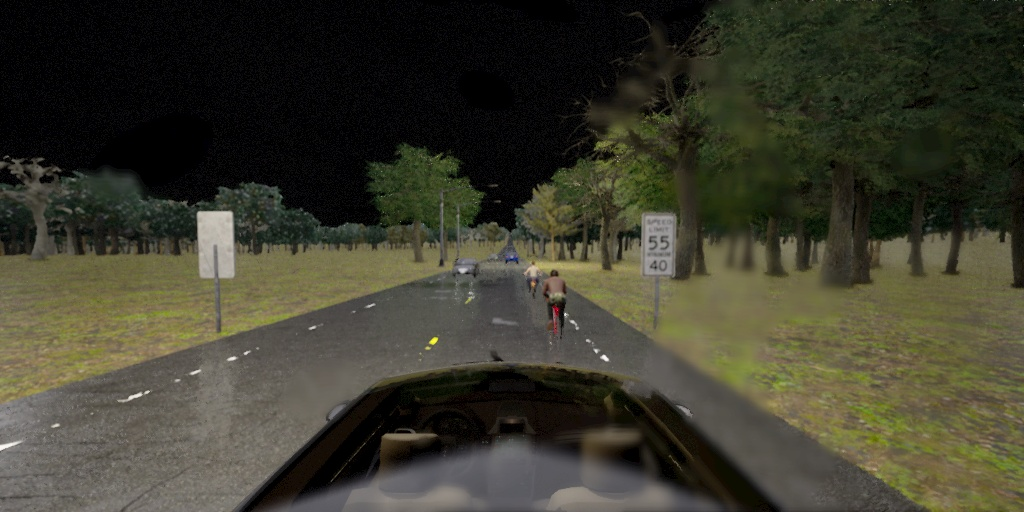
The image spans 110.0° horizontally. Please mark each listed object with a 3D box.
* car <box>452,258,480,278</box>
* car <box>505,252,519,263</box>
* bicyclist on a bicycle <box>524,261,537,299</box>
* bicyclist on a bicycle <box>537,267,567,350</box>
[{"bbox_3d":[-3.655,0.905,29.119,2.128,1.511,4.902,0,1,0],"label":"car"},{"bbox_3d":[-0.035,0.248,63.320,2.150,2.045,5.566,0,1,0],"label":"car"},{"bbox_3d":[0.924,1.014,15.645,0.866,1.612,1.509,0,0,0],"label":"bicyclist on a bicycle"},{"bbox_3d":[0.949,1.126,7.844,0.582,1.620,1.656,0,0,0],"label":"bicyclist on a bicycle"}]
